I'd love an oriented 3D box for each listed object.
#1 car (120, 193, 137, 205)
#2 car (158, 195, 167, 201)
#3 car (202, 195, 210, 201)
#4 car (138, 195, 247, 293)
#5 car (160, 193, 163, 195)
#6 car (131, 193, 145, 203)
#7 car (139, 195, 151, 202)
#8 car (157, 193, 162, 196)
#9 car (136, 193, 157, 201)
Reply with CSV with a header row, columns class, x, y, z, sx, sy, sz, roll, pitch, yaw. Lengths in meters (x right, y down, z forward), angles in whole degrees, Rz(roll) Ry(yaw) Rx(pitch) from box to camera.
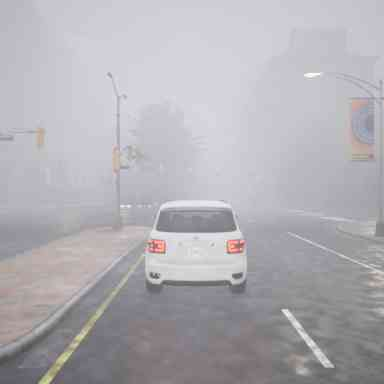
class,x,y,z,sx,sy,sz,roll,pitch,yaw
car,-11.363,1.491,59.677,2.128,1.511,4.902,0,0,1
car,-7.702,1.552,86.212,1.994,1.385,4.181,0,0,0
car,3.811,1.540,89.859,2.033,1.411,5.357,0,0,0
car,0.102,1.221,9.012,2.150,2.045,5.566,0,0,0
car,-7.736,1.225,76.397,2.150,2.045,5.566,0,0,0
car,-11.260,1.225,69.596,2.150,2.045,5.566,0,0,0
car,-11.224,1.525,80.034,2.128,1.511,4.902,0,0,0
car,-7.794,1.526,66.780,1.812,1.442,4.674,0,0,1
car,-7.881,1.352,57.896,2.097,1.767,4.553,0,0,0
